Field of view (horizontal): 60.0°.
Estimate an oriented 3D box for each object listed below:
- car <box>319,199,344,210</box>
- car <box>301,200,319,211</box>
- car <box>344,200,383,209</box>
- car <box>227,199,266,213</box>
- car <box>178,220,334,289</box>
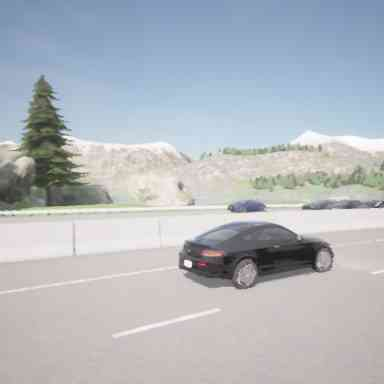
[{"bbox_3d":[14.964,1.471,32.052,4.674,1.442,1.812,0,0,-24],"label":"car"},{"bbox_3d":[14.265,1.483,35.603,5.357,1.411,2.033,0,0,-24],"label":"car"},{"bbox_3d":[15.798,1.460,28.593,4.892,1.490,1.837,0,0,-24],"label":"car"},{"bbox_3d":[5.869,1.486,35.515,4.181,1.385,1.994,0,0,-26],"label":"car"},{"bbox_3d":[1.840,1.506,9.024,4.674,1.442,1.812,0,0,-33],"label":"car"}]
